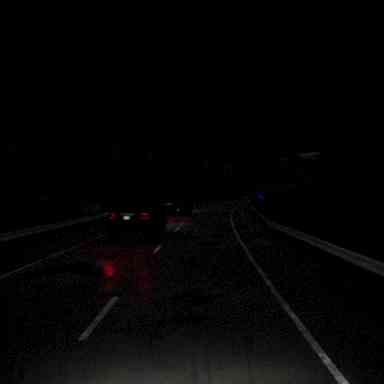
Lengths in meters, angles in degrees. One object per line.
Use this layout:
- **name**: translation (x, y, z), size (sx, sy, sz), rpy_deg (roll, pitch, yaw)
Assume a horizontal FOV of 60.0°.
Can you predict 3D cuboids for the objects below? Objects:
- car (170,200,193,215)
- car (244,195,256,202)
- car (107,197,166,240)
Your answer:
- **car**: translation (-1.063, 1.559, 34.598), size (2.128, 1.511, 4.902), rpy_deg (0, 0, 7)
- **car**: translation (13.909, 1.651, 81.980), size (1.882, 1.535, 5.008), rpy_deg (0, 0, 17)
- **car**: translation (-2.735, 1.254, 17.499), size (2.150, 2.045, 5.566), rpy_deg (0, 0, 4)
